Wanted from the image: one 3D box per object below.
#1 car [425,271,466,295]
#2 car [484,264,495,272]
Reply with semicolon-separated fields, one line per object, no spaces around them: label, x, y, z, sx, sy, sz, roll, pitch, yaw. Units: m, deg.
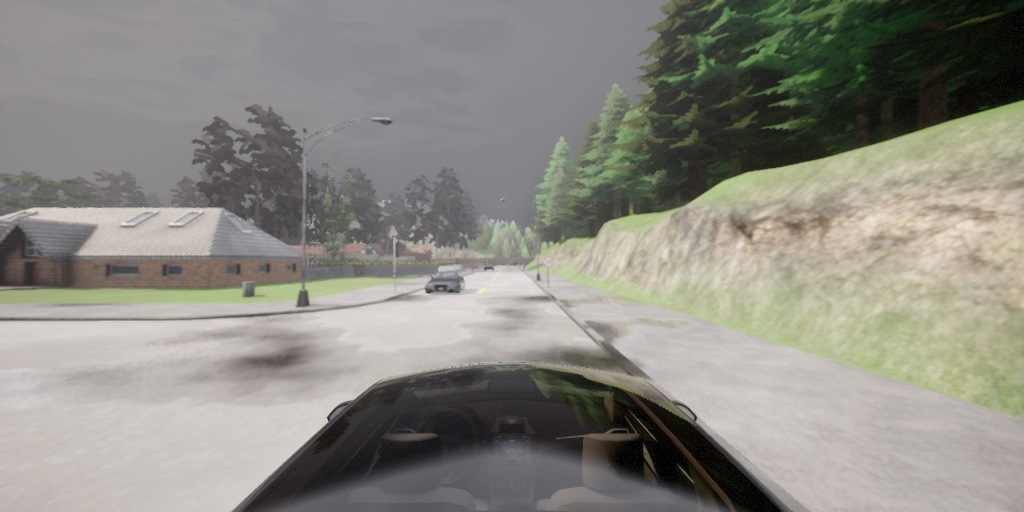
car;-4.006;1.649;22.154;1.994;1.385;4.181;0;0;0
car;-4.020;2.047;64.810;1.895;1.301;4.718;0;-1;0
